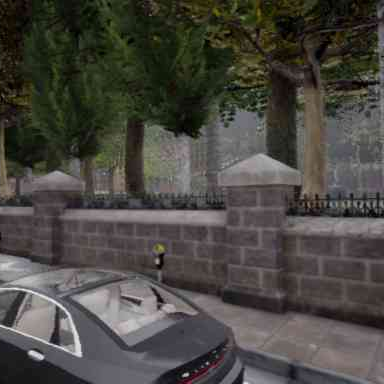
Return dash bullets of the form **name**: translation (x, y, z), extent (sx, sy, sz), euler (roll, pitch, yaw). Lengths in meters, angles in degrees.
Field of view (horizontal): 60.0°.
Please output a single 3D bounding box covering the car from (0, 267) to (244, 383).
- **car**: translation (-1.552, 1.591, 3.931), extent (4.403, 1.369, 2.008), euler (-1, -1, 36)
